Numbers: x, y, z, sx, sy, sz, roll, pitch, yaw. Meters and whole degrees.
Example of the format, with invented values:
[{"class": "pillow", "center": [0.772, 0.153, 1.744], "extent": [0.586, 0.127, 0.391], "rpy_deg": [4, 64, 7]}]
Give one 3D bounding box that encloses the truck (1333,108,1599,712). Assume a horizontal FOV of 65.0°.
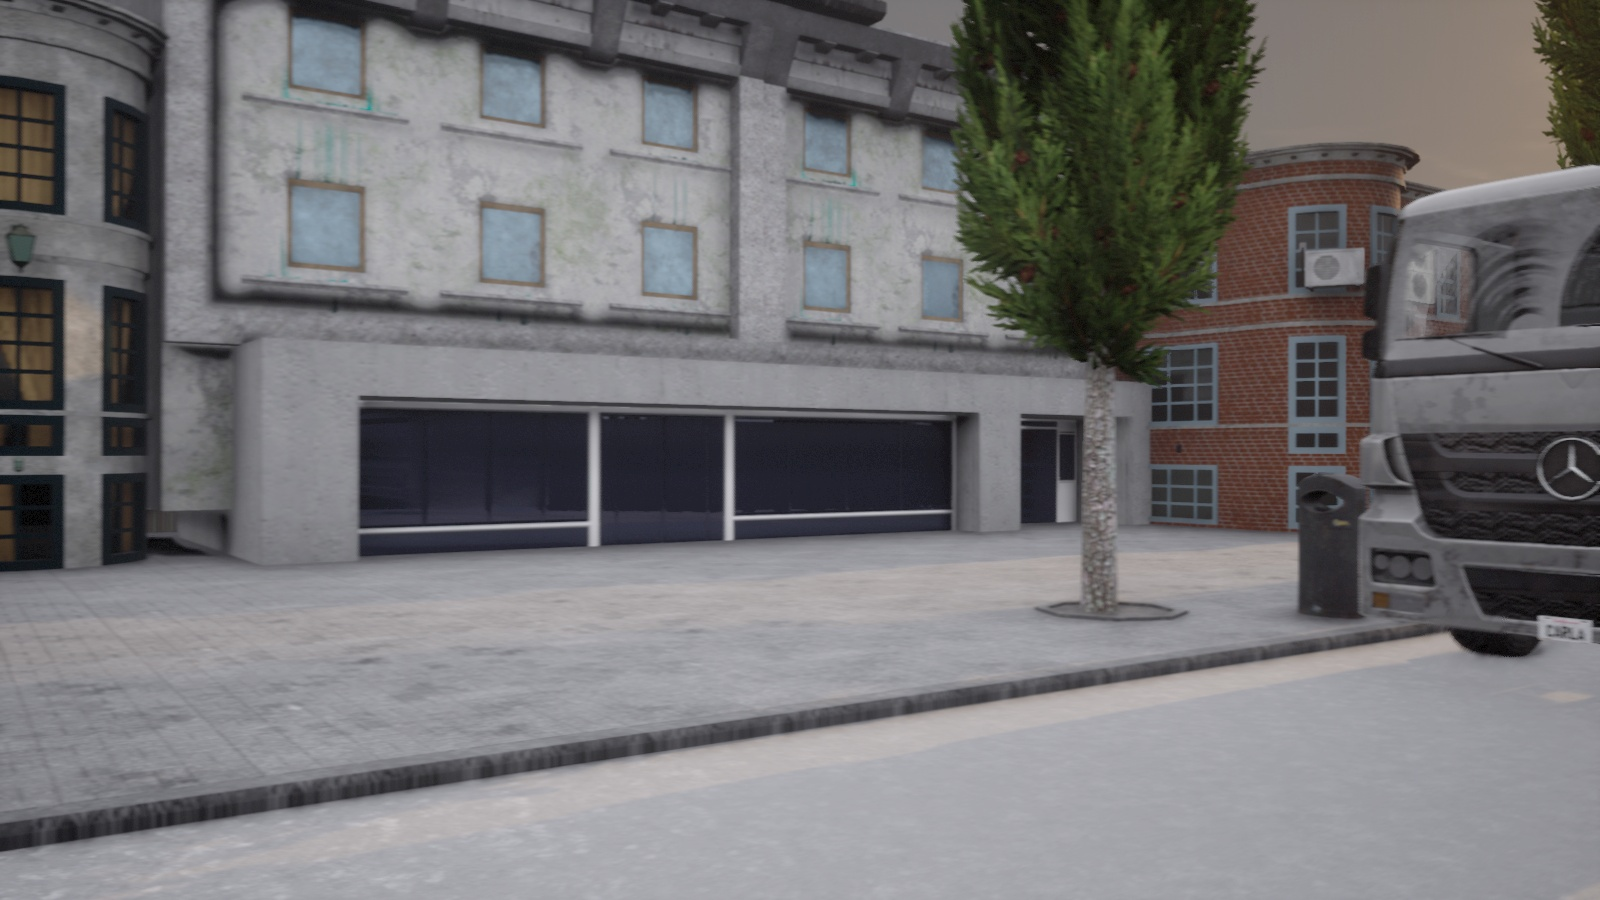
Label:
[{"class": "truck", "center": [7.719, -0.230, 9.643], "extent": [7.936, 3.462, 2.891], "rpy_deg": [0, 0, -35]}]
